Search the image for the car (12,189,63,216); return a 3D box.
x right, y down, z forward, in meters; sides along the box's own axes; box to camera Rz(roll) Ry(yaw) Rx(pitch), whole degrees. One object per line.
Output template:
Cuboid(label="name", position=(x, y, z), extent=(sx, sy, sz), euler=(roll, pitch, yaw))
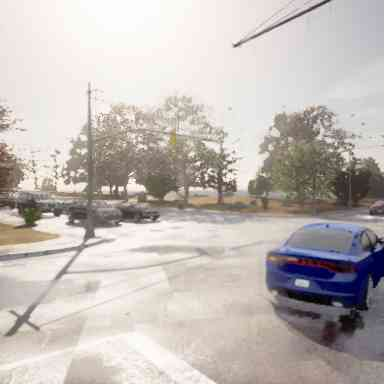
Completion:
Cuboid(label="car", position=(-13.765, 1.069, 29.880), extent=(5.566, 2.045, 2.150), euler=(2, 1, 43))

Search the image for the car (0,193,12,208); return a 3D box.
Cuboid(label="car", position=(-21.133, 1.130, 36.700), extent=(4.718, 1.301, 1.895), euler=(3, 2, 43))

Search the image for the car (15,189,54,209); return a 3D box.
Cuboid(label="car", position=(-18.606, 0.743, 39.127), extent=(5.566, 2.045, 2.150), euler=(3, 2, 43))

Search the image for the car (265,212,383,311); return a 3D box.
Cuboid(label="car", position=(3.483, 1.478, 8.009), extent=(1.882, 1.535, 5.008), euler=(0, 1, 37))

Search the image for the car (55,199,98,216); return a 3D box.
Cuboid(label="car", position=(-11.276, 1.438, 32.346), extent=(4.718, 1.301, 1.895), euler=(2, 1, 43))

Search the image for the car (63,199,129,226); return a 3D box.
Cuboid(label="car", position=(-6.830, 1.349, 23.471), extent=(4.553, 1.767, 2.097), euler=(1, 1, 43))

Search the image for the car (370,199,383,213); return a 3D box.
Cuboid(label="car", position=(18.186, 1.426, 31.308), extent=(1.812, 1.442, 4.674), euler=(0, 0, 41))

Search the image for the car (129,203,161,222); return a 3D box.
Cuboid(label="car", position=(-4.594, 1.582, 26.182), extent=(4.718, 1.301, 1.895), euler=(1, 1, 42))

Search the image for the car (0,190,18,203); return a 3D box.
Cuboid(label="car", position=(-26.076, 0.541, 46.073), extent=(5.008, 1.535, 1.882), euler=(4, 3, 44))
